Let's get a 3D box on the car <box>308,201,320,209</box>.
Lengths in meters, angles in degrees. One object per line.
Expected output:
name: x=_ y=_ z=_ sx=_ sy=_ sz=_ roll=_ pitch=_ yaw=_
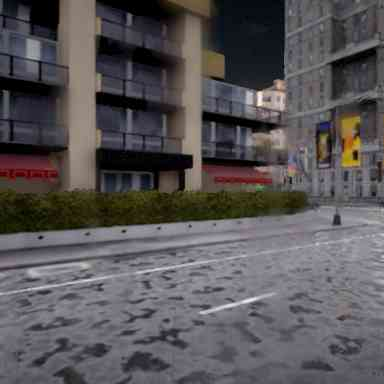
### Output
car: x=13.691 y=1.481 z=42.780 sx=2.033 sy=1.411 sz=5.357 roll=0 pitch=0 yaw=-35
